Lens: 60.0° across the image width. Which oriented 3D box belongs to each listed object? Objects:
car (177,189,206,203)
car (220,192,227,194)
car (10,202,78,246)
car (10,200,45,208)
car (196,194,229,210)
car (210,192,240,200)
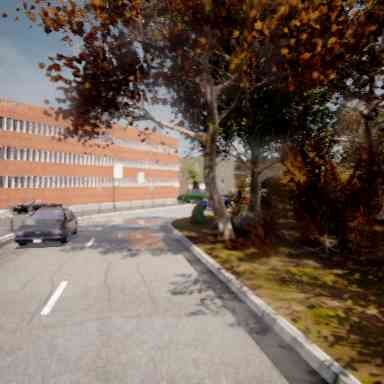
[{"bbox_3d":[0.537,0.604,48.027,5.566,2.045,2.435,0,1,27],"label":"car"},{"bbox_3d":[3.150,0.754,53.044,5.008,1.535,2.097,0,1,27],"label":"car"},{"bbox_3d":[-6.317,1.418,15.021,2.033,1.411,5.357,-1,1,-12],"label":"car"},{"bbox_3d":[-14.880,1.430,32.258,1.895,1.301,4.718,0,1,29],"label":"car"},{"bbox_3d":[2.618,1.152,35.172,1.895,1.301,4.718,0,1,28],"label":"car"},{"bbox_3d":[5.742,0.689,58.065,4.674,1.452,2.002,0,1,27],"label":"car"}]
